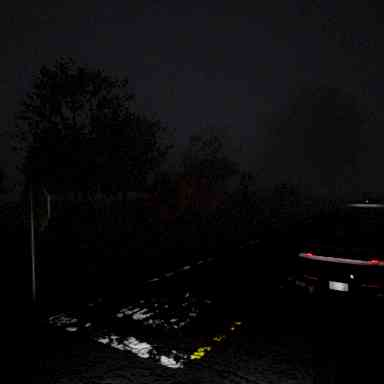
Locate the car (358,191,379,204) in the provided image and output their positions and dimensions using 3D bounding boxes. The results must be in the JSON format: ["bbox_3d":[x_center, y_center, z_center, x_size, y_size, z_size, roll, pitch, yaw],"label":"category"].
[{"bbox_3d":[20.635,0.598,38.686,2.033,1.411,5.357,0,1,33],"label":"car"}]

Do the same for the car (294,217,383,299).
[{"bbox_3d":[3.798,1.329,7.655,2.128,1.511,4.902,0,1,33],"label":"car"}]
